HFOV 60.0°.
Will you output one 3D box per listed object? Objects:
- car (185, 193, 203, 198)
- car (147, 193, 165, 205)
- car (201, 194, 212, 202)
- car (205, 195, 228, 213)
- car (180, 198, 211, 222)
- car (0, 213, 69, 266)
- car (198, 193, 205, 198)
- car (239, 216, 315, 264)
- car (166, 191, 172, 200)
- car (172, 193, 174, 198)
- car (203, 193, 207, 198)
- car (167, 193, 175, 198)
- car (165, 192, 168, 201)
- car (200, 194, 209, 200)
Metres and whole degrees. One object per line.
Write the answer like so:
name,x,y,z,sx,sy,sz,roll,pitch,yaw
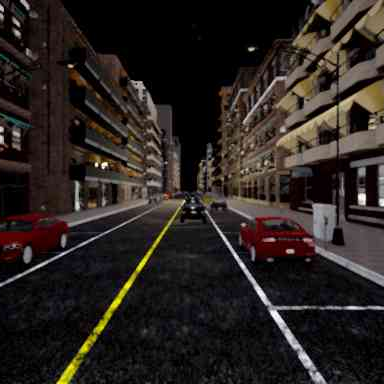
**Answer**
car,0.074,1.040,47.971,2.097,1.767,4.553,0,0,0
car,-5.717,1.221,50.771,2.008,1.369,4.403,0,0,0
car,2.658,1.162,62.044,1.947,1.339,4.313,0,0,0
car,2.673,1.332,33.863,2.008,1.369,4.403,0,0,0
car,0.086,1.388,24.716,2.033,1.411,5.357,0,0,0
car,-5.695,1.471,11.319,1.887,1.381,4.507,0,0,0
car,2.642,0.993,90.225,1.802,1.307,4.206,0,0,0
car,2.685,1.471,11.320,1.887,1.381,4.507,0,0,0
car,-5.726,1.104,67.680,1.887,1.381,4.507,0,0,0
car,-5.731,0.800,78.951,2.192,1.841,5.009,0,0,0
car,2.661,1.158,56.578,1.752,1.417,4.829,0,0,0
car,-5.738,0.937,90.054,1.752,1.417,4.829,0,0,0
car,-5.720,1.184,56.408,2.008,1.369,4.403,0,0,0
car,2.651,1.104,73.317,1.802,1.307,4.206,0,0,0
